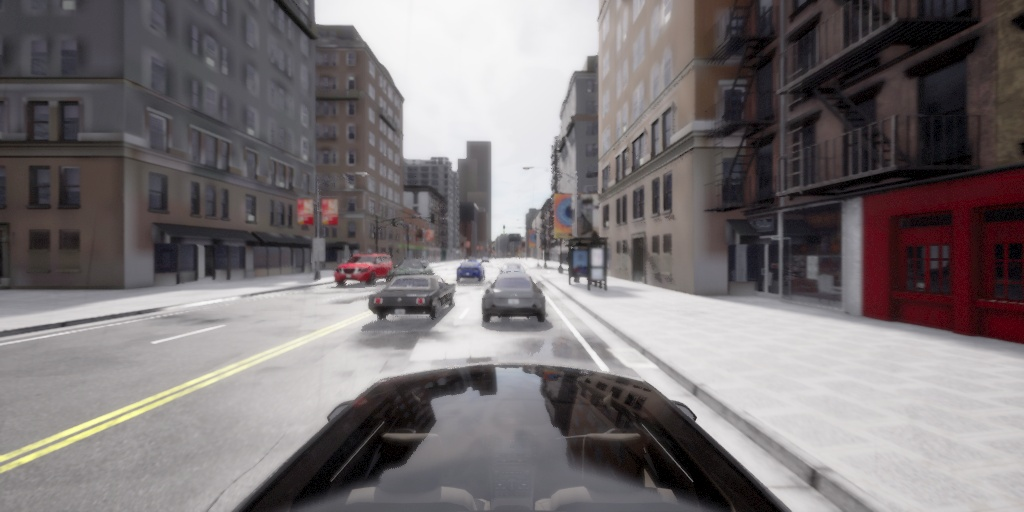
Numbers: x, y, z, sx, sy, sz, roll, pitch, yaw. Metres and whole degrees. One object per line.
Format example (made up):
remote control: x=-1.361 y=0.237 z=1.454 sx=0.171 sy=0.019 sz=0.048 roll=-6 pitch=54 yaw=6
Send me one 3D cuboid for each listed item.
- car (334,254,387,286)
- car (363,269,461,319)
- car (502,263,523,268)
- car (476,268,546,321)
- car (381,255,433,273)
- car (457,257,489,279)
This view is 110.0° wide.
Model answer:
car: x=-9.803 y=0.875 z=24.327 sx=2.150 sy=2.045 sz=5.566 roll=0 pitch=0 yaw=0
car: x=-3.182 y=1.302 z=12.477 sx=1.895 sy=1.301 sz=4.718 roll=0 pitch=0 yaw=0
car: x=0.058 y=1.196 z=25.154 sx=2.033 sy=1.411 sz=5.357 roll=0 pitch=0 yaw=1
car: x=0.066 y=1.265 z=12.202 sx=1.994 sy=1.385 sz=4.181 roll=0 pitch=0 yaw=0
car: x=-6.558 y=1.006 z=23.528 sx=2.097 sy=1.767 sz=4.553 roll=0 pitch=0 yaw=0
car: x=-3.172 y=1.113 z=28.267 sx=1.882 sy=1.535 sz=5.008 roll=0 pitch=0 yaw=0
